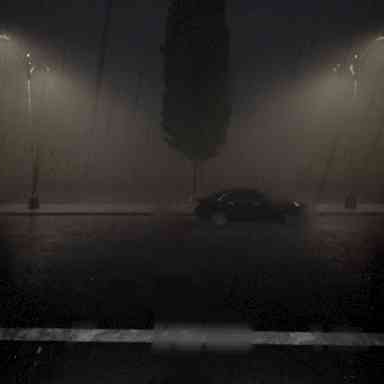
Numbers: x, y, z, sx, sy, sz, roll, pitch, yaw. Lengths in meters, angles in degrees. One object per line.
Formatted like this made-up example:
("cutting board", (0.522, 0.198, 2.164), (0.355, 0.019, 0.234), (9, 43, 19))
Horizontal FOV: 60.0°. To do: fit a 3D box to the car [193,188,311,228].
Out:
("car", (2.492, 0.606, 14.029), (4.892, 1.490, 1.837), (0, 5, 0))
